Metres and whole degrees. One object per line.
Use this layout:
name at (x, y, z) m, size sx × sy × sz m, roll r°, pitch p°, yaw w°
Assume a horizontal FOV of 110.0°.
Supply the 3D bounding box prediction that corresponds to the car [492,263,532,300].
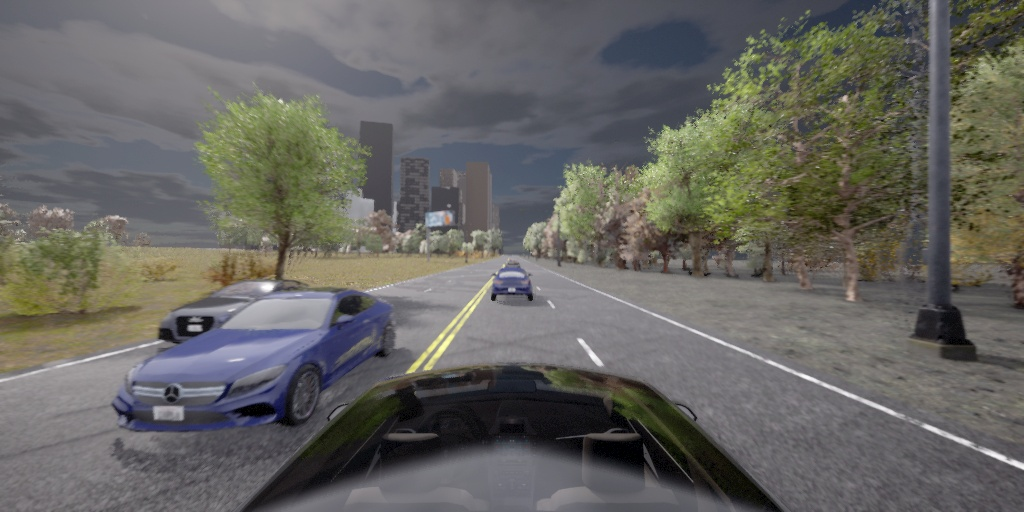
car at (-0.001, 1.275, 17.575) m, size 1.812 × 1.442 × 4.674 m, roll 0°, pitch 0°, yaw 0°

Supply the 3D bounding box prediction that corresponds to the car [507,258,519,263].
car at (0.101, 1.216, 42.259) m, size 2.128 × 1.511 × 4.902 m, roll 0°, pitch 0°, yaw 0°

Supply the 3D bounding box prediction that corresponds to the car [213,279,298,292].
car at (-6.569, 1.304, 9.429) m, size 1.994 × 1.385 × 4.181 m, roll 0°, pitch 0°, yaw 0°

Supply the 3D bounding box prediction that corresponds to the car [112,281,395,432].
car at (-3.334, 1.272, 5.821) m, size 1.812 × 1.442 × 4.674 m, roll 0°, pitch 0°, yaw 0°
